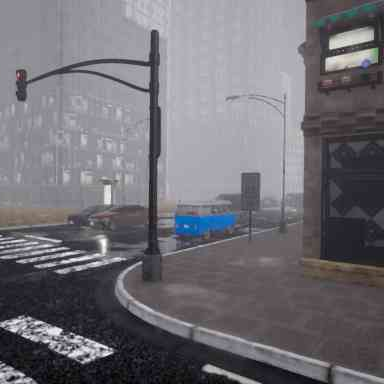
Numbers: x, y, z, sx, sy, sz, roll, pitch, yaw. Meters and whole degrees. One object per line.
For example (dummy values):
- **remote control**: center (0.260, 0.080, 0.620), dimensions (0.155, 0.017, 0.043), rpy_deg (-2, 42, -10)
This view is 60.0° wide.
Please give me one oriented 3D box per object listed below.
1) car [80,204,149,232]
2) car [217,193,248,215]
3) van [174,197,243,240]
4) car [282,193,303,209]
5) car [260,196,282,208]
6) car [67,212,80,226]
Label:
- **car**: center (-4.092, 1.466, 20.149), dimensions (1.812, 1.442, 4.674), rpy_deg (1, 1, 37)
- **car**: center (3.390, 1.138, 30.673), dimensions (2.150, 2.045, 5.566), rpy_deg (1, 1, 35)
- **van**: center (0.801, 1.368, 17.037), dimensions (1.690, 1.788, 3.998), rpy_deg (1, 1, 35)
- **car**: center (13.783, 1.112, 45.195), dimensions (2.150, 2.045, 5.566), rpy_deg (1, 0, 36)
- **car**: center (9.989, 1.293, 44.443), dimensions (1.967, 1.590, 4.097), rpy_deg (1, 1, 35)
- **car**: center (-6.033, 1.467, 21.893), dimensions (1.947, 1.339, 4.313), rpy_deg (1, 1, 35)
